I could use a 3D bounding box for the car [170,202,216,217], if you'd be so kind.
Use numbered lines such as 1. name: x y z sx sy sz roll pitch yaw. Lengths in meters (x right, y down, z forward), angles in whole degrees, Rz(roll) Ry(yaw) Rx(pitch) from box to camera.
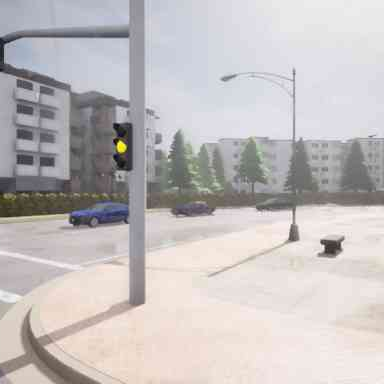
1. car: 0.118 1.597 30.991 1.895 1.301 4.718 0 0 40

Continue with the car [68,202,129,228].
1. car: -5.950 1.474 22.606 1.882 1.535 5.008 0 0 34

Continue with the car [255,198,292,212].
1. car: 9.750 1.475 39.556 5.008 1.535 1.882 0 0 -33
